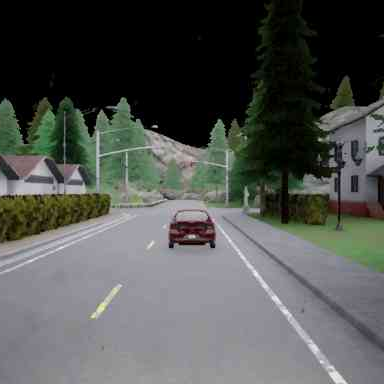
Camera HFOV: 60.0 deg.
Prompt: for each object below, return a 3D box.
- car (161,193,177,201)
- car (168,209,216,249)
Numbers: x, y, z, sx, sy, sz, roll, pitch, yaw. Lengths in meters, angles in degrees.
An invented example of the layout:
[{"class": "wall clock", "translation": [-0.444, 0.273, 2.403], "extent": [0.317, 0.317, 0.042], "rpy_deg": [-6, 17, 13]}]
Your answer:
[{"class": "car", "translation": [-5.978, 1.224, 84.119], "extent": [2.150, 2.045, 5.566], "rpy_deg": [0, 0, -31]}, {"class": "car", "translation": [0.000, 1.484, 14.650], "extent": [1.882, 1.535, 5.008], "rpy_deg": [0, 0, 0]}]
